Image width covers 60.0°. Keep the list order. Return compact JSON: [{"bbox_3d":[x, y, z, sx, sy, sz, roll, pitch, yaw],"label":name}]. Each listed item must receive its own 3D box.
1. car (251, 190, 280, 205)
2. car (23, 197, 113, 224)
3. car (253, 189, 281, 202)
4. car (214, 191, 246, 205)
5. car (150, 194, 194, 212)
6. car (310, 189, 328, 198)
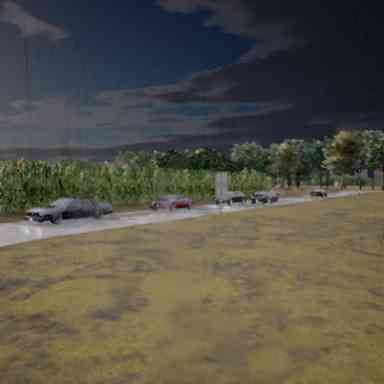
[{"bbox_3d":[8.291,0.615,37.293,1.837,1.490,4.892,1,2,35],"label":"car"},{"bbox_3d":[-7.274,1.049,20.257,2.033,1.411,5.357,1,2,34],"label":"car"},{"bbox_3d":[10.307,0.408,45.192,1.882,1.535,5.008,1,2,36],"label":"car"},{"bbox_3d":[4.234,0.629,36.639,1.837,1.490,4.892,1,2,35],"label":"car"},{"bbox_3d":[-1.642,0.879,28.335,1.994,1.385,4.181,1,2,34],"label":"car"},{"bbox_3d":[21.290,0.166,55.736,1.882,1.535,5.008,1,2,35],"label":"car"}]
